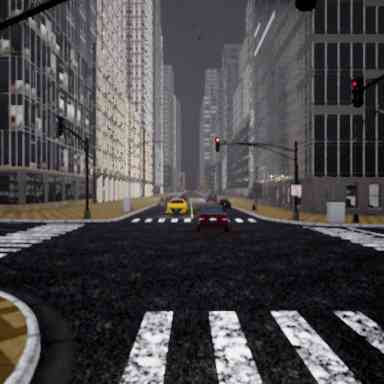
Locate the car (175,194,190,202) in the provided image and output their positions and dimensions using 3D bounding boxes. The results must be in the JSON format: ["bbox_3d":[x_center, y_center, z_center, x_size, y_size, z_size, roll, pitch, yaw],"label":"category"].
[{"bbox_3d":[-1.533,1.426,49.160,1.812,1.442,4.674,0,0,0],"label":"car"}]

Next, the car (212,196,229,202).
[{"bbox_3d":[3.941,1.485,42.220,1.947,1.339,4.313,0,0,0],"label":"car"}]

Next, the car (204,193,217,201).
[{"bbox_3d":[3.806,1.170,64.328,2.192,1.841,5.009,0,0,0],"label":"car"}]

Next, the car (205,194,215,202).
[{"bbox_3d":[3.785,1.277,69.857,1.967,1.590,4.097,0,0,0],"label":"car"}]

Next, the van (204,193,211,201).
[{"bbox_3d":[3.742,1.141,80.911,1.690,1.788,3.998,0,0,0],"label":"van"}]

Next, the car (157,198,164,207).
[{"bbox_3d":[-4.010,1.486,47.716,1.802,1.307,4.206,0,0,0],"label":"car"}]

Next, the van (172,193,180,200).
[{"bbox_3d":[-4.160,1.123,86.408,1.690,1.788,3.998,0,0,0],"label":"van"}]

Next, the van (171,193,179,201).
[{"bbox_3d":[-4.138,1.141,80.881,1.690,1.788,3.998,0,0,0],"label":"van"}]

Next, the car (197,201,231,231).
[{"bbox_3d":[1.253,1.524,20.553,2.033,1.411,5.357,0,0,3],"label":"car"}]

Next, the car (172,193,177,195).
[{"bbox_3d":[-4.074,1.421,64.298,1.947,1.339,4.313,0,0,0],"label":"car"}]

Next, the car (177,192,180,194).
[{"bbox_3d":[-1.523,1.202,68.019,2.097,1.767,4.553,0,0,0],"label":"car"}]

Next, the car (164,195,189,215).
[{"bbox_3d":[-1.487,1.420,33.718,1.882,1.535,5.008,0,1,0],"label":"car"}]
